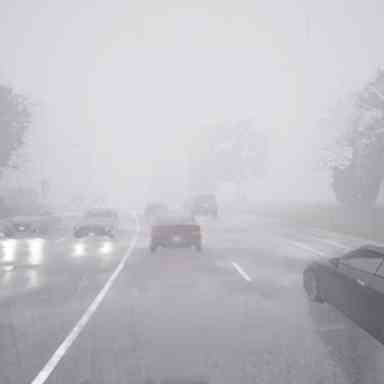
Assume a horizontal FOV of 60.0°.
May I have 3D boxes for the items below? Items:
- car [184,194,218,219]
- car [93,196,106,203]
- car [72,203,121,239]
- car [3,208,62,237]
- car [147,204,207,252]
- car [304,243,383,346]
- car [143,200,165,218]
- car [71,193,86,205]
[{"bbox_3d":[0.636,1.211,28.537,2.150,2.045,5.566,0,0,-11],"label":"car"},{"bbox_3d":[-16.427,1.481,58.809,2.128,1.511,4.902,0,0,-23],"label":"car"},{"bbox_3d":[-4.870,1.547,17.724,2.033,1.411,5.357,0,0,-7],"label":"car"},{"bbox_3d":[-8.500,1.569,18.088,1.994,1.385,4.181,0,0,-8],"label":"car"},{"bbox_3d":[-0.751,1.473,13.958,1.882,1.535,5.008,0,0,-6],"label":"car"},{"bbox_3d":[3.365,1.517,5.235,1.812,1.442,4.674,0,0,-2],"label":"car"},{"bbox_3d":[-3.414,1.470,30.684,1.882,1.535,5.008,0,0,-12],"label":"car"},{"bbox_3d":[-20.025,1.211,58.389,2.150,2.045,5.566,0,0,-24],"label":"car"}]
